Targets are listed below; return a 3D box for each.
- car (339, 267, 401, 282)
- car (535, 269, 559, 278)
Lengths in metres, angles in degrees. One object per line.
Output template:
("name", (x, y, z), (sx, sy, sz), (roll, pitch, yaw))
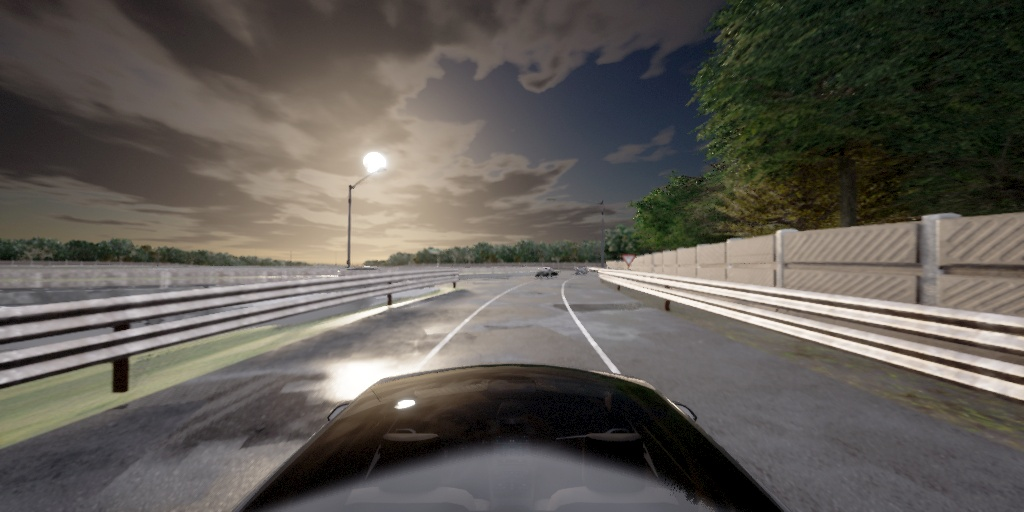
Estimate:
("car", (-11.210, 1.640, 28.633), (1.837, 1.490, 4.892), (0, -2, 43))
("car", (5.000, 2.406, 50.136), (1.895, 1.301, 4.718), (-1, -2, 30))
